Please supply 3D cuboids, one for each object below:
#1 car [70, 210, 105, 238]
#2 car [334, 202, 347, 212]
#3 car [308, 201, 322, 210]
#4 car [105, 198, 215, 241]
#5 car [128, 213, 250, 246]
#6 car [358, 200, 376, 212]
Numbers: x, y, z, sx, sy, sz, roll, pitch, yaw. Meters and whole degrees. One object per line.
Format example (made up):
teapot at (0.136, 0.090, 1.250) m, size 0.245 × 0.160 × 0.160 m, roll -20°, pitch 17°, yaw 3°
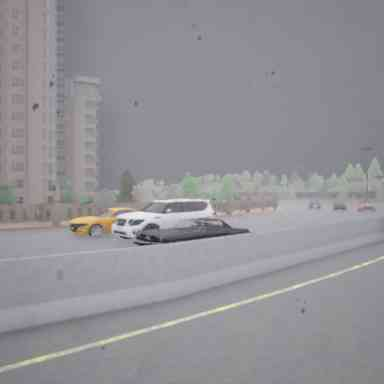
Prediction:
car at (-4.261, 1.614, 18.727) m, size 5.008 × 1.535 × 1.882 m, roll 1°, pitch -1°, yaw -41°
car at (22.265, 2.156, 49.972) m, size 2.033 × 1.411 × 5.357 m, roll 0°, pitch -1°, yaw 23°
car at (20.226, 2.161, 54.556) m, size 2.128 × 1.511 × 4.902 m, roll 0°, pitch -1°, yaw 21°
car at (-1.186, 1.353, 16.730) m, size 5.566 × 2.045 × 2.150 m, roll 1°, pitch -1°, yaw -42°
car at (0.102, 1.706, 13.225) m, size 4.718 × 1.301 × 1.895 m, roll 1°, pitch -1°, yaw -41°
car at (25.095, 1.937, 47.787) m, size 2.097 × 1.767 × 4.553 m, roll 0°, pitch -1°, yaw 23°
